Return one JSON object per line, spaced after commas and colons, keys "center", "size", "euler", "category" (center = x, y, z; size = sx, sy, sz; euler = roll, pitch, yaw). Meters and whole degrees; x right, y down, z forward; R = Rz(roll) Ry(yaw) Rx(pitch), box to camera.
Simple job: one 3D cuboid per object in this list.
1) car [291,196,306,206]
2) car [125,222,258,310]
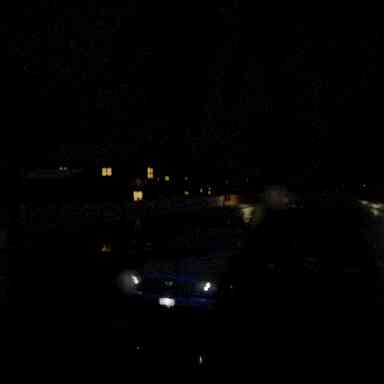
{"center": [15.733, 1.277, 48.917], "size": [2.033, 1.411, 5.357], "euler": [0, 0, 22], "category": "car"}
{"center": [0.439, 1.501, 8.270], "size": [2.033, 1.411, 5.357], "euler": [0, 0, 19], "category": "car"}
